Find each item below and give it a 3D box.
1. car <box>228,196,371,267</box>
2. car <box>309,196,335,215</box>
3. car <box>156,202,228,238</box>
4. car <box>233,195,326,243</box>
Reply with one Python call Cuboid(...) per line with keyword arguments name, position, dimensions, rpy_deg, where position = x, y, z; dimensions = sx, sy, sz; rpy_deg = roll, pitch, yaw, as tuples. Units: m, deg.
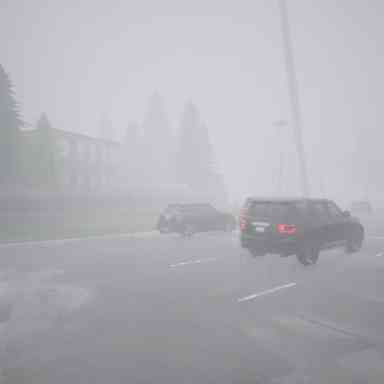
Cuboid(name="car", position=(4.030, 1.221, 11.811), dimensions=(5.566, 2.045, 2.150), rpy_deg=(0, 0, -42))
Cuboid(name="car", position=(13.495, 1.353, 34.375), dimensions=(2.097, 1.767, 4.553), rpy_deg=(0, 0, 28))
Cuboid(name="car", position=(0.343, 1.352, 18.044), dimensions=(4.553, 1.767, 2.097), rpy_deg=(0, 0, -43))
Cuboid(name="car", position=(4.727, 1.221, 17.313), dimensions=(5.566, 2.045, 2.150), rpy_deg=(0, 0, -45))
